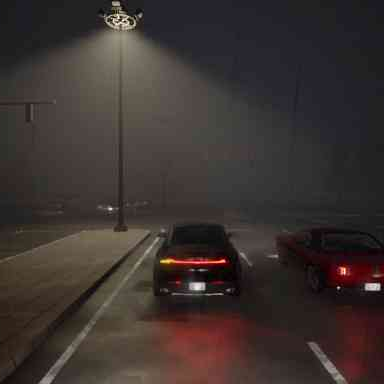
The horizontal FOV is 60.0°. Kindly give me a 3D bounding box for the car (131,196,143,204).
[{"bbox_3d":[-11.154,1.505,63.363,1.837,1.490,4.892,0,0,1],"label":"car"}]

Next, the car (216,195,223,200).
[{"bbox_3d":[7.848,1.552,94.739,1.994,1.385,4.181,0,0,2],"label":"car"}]

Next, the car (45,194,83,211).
[{"bbox_3d":[-15.822,1.223,41.579,2.150,2.045,5.566,1,0,14],"label":"car"}]

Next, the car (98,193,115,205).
[{"bbox_3d":[-14.713,1.222,57.987,2.150,2.045,5.566,0,0,1],"label":"car"}]

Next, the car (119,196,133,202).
[{"bbox_3d":[-14.536,1.540,73.891,2.033,1.411,5.357,0,0,0],"label":"car"}]

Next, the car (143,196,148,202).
[{"bbox_3d":[-11.031,1.595,74.621,1.895,1.301,4.718,0,0,0],"label":"car"}]

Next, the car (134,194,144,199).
[{"bbox_3d":[-14.318,1.251,89.836,1.994,1.385,4.181,0,0,2],"label":"car"}]

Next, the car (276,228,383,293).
[{"bbox_3d":[3.629,1.601,8.839,1.895,1.301,4.718,0,0,1],"label":"car"}]

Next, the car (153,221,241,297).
[{"bbox_3d":[0.126,1.505,8.594,1.837,1.490,4.892,0,0,1],"label":"car"}]

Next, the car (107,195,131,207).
[{"bbox_3d":[-11.273,1.601,51.398,1.895,1.301,4.718,0,0,0],"label":"car"}]
